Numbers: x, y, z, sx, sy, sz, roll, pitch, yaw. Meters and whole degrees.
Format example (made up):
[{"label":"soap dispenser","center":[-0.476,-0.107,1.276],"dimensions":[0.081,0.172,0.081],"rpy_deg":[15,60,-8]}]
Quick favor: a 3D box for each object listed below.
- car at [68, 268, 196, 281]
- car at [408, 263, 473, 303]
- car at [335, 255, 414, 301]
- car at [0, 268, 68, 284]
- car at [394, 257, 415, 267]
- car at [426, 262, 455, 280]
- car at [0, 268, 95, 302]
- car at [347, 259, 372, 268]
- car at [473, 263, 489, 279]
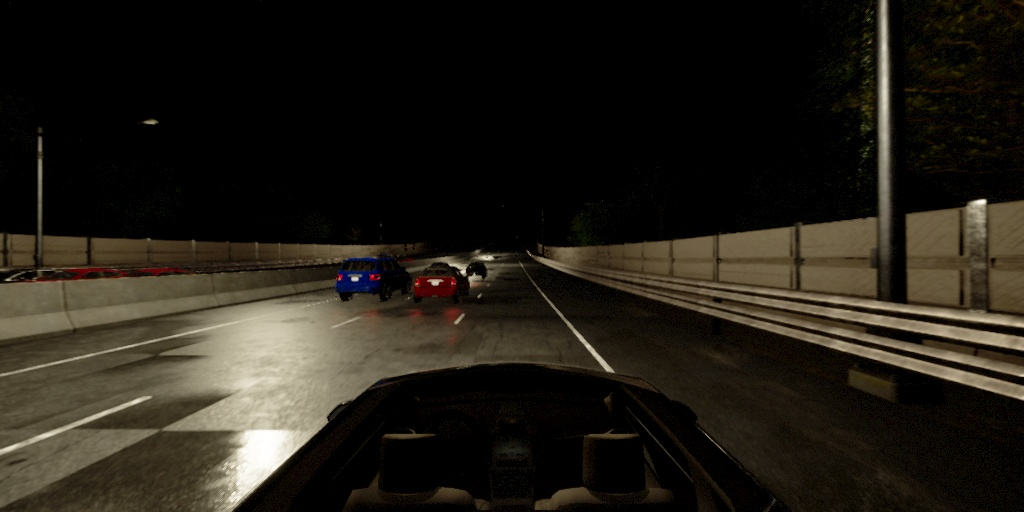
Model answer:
[{"label":"car","center":[-17.604,1.374,17.558],"dimensions":[1.882,1.535,5.008],"rpy_deg":[0,0,0]},{"label":"car","center":[-3.406,1.253,18.034],"dimensions":[2.097,1.767,4.553],"rpy_deg":[0,0,0]},{"label":"car","center":[-6.905,1.123,18.446],"dimensions":[2.150,2.045,5.566],"rpy_deg":[0,0,0]},{"label":"car","center":[-21.104,1.373,17.531],"dimensions":[1.882,1.535,5.008],"rpy_deg":[0,0,0]},{"label":"car","center":[-17.554,0.978,58.968],"dimensions":[1.882,1.535,5.008],"rpy_deg":[0,1,1]},{"label":"car","center":[-6.909,1.372,35.009],"dimensions":[1.837,1.490,4.892],"rpy_deg":[0,1,0]},{"label":"car","center":[-24.604,1.402,17.917],"dimensions":[1.837,1.490,4.892],"rpy_deg":[0,0,0]},{"label":"car","center":[-24.545,1.118,57.970],"dimensions":[1.895,1.301,4.718],"rpy_deg":[0,1,1]},{"label":"car","center":[-3.409,1.373,34.980],"dimensions":[1.837,1.490,4.892],"rpy_deg":[0,1,0]}]
